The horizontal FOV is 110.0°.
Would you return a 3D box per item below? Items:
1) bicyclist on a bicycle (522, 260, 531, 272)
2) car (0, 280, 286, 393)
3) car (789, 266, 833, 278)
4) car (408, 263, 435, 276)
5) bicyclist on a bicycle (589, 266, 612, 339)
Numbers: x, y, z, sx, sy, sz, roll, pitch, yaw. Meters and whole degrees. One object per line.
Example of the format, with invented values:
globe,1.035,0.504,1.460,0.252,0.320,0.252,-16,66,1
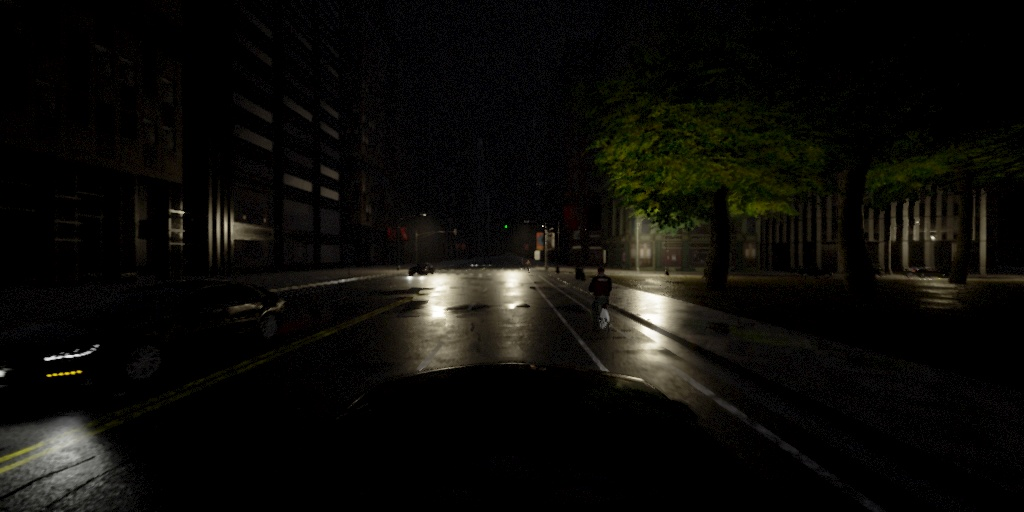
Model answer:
bicyclist on a bicycle,2.258,1.348,49.965,0.866,1.612,1.509,0,0,-1
car,-6.602,1.266,7.030,1.837,1.490,4.892,0,0,0
car,38.803,2.061,46.550,4.902,1.511,2.128,1,0,-1
car,-9.757,1.418,39.278,2.033,1.411,5.357,0,0,0
bicyclist on a bicycle,2.249,1.138,9.264,0.659,1.776,1.843,0,0,0
